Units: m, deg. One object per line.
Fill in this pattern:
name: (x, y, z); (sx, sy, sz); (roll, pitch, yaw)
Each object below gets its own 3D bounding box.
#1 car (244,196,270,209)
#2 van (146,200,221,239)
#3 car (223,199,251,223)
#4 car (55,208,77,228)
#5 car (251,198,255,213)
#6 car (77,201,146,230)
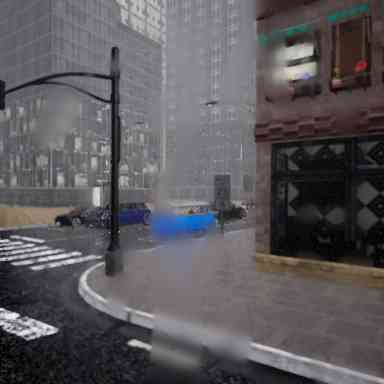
car: (8.870, 1.438, 45.236); (1.967, 1.590, 4.097); (1, 0, 35)
van: (-0.312, 1.448, 17.828); (1.690, 1.788, 3.998); (1, 0, 35)
car: (2.480, 1.422, 26.407); (2.097, 1.767, 4.553); (1, 0, 35)
car: (-7.147, 1.611, 22.683); (1.947, 1.339, 4.313); (1, 0, 35)
car: (7.142, 1.518, 38.308); (2.128, 1.511, 4.902); (1, 0, 36)
car: (-4.715, 1.416, 21.631); (2.097, 1.767, 4.553); (1, 0, 35)
